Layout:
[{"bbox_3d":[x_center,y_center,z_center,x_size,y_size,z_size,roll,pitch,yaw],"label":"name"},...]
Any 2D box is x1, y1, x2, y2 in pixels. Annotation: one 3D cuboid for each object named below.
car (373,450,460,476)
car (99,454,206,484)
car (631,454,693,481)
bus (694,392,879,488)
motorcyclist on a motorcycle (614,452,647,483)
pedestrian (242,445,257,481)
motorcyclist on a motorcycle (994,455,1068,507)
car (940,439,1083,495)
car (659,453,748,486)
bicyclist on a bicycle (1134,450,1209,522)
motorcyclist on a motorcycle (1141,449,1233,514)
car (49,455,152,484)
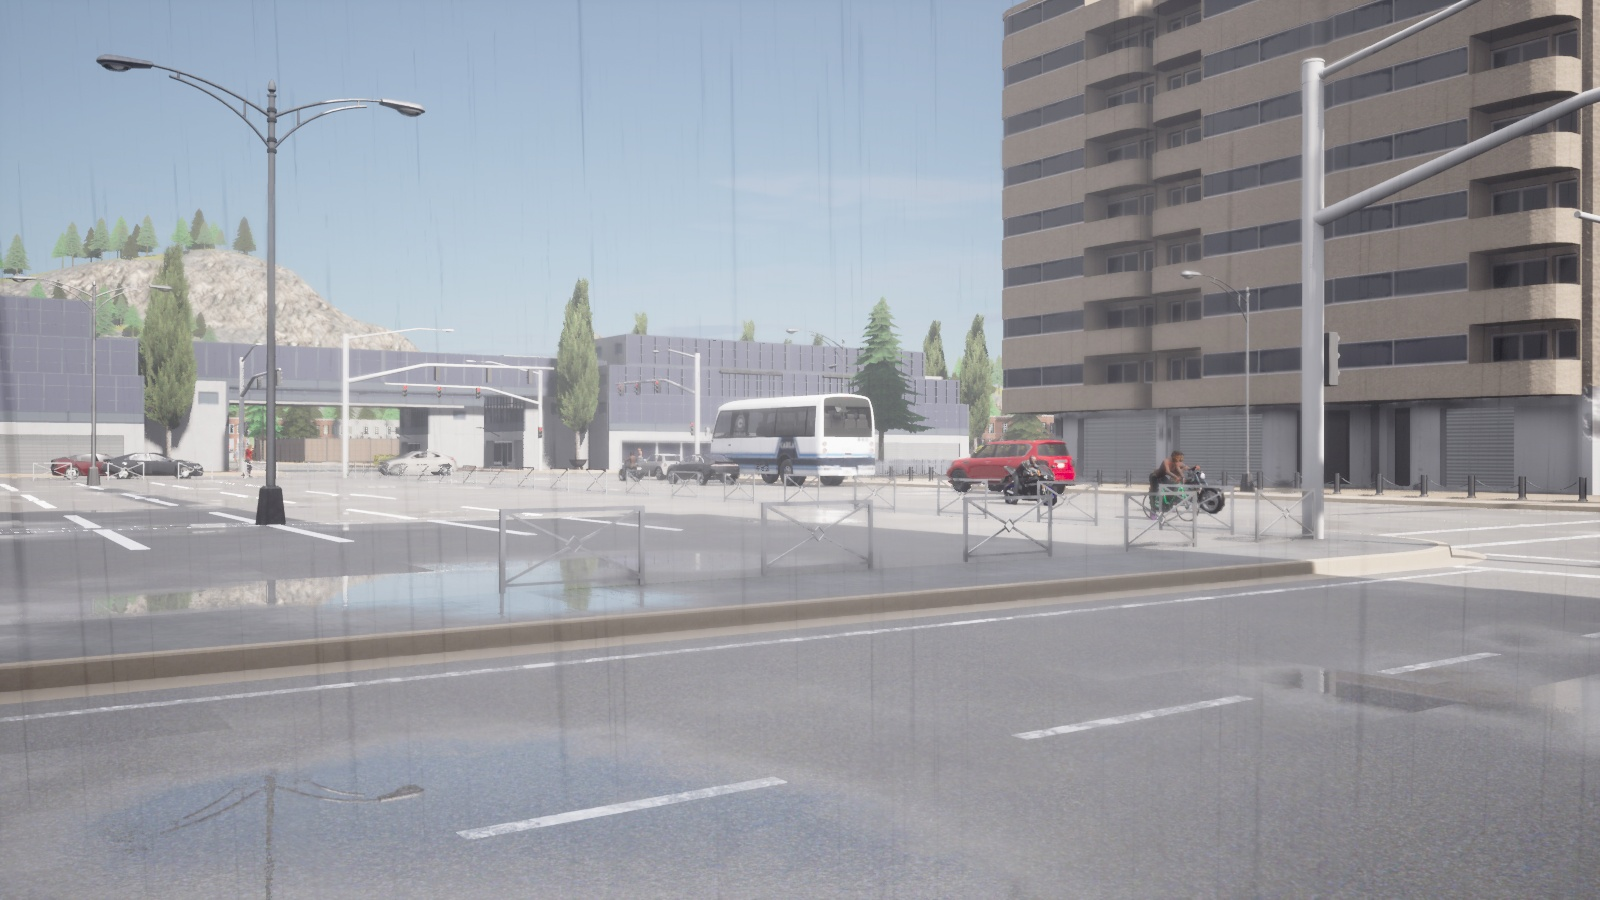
[{"bbox_3d":[-25.146,0.834,82.320,5.027,1.651,2.152,0,0,-35],"label":"car"},{"bbox_3d":[-34.676,0.995,67.294,4.902,1.511,2.128,0,0,-34],"label":"car"},{"bbox_3d":[-7.896,0.957,71.525,1.970,1.475,3.806,0,0,-34],"label":"car"},{"bbox_3d":[-0.890,-0.424,61.381,3.944,4.253,10.273,0,0,-35],"label":"bus"},{"bbox_3d":[-9.068,0.934,67.065,0.766,1.649,2.350,0,0,-35],"label":"motorcyclist on a motorcycle"},{"bbox_3d":[-28.990,0.682,66.114,0.636,1.846,0.331,0,0,-38],"label":"pedestrian"},{"bbox_3d":[6.925,0.913,37.755,0.866,1.530,2.191,0,0,-35],"label":"motorcyclist on a motorcycle"},{"bbox_3d":[8.051,0.621,48.441,2.150,2.045,5.566,0,0,-35],"label":"car"},{"bbox_3d":[-4.736,0.915,60.790,2.128,1.511,4.902,0,0,-34],"label":"car"},{"bbox_3d":[8.608,0.806,29.160,0.582,1.620,1.656,0,0,-35],"label":"bicyclist on a bicycle"},{"bbox_3d":[10.169,0.810,33.058,0.766,1.649,2.350,0,0,-35],"label":"motorcyclist on a motorcycle"},{"bbox_3d":[-38.436,1.050,69.001,4.792,1.488,2.163,0,0,-33],"label":"car"}]
